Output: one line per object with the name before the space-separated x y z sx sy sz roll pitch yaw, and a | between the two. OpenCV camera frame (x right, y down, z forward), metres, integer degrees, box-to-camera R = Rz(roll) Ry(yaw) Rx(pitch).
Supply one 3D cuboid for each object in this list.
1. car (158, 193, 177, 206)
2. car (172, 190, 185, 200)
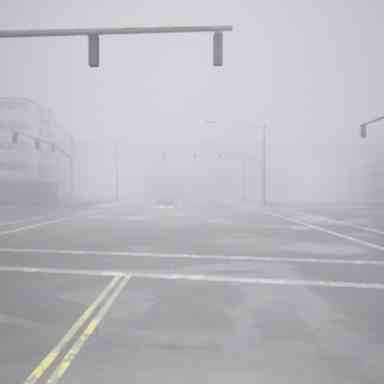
car | -3.513 1.158 45.350 1.994 1.385 4.181 0 1 0
car | -2.924 0.596 69.851 2.150 2.045 5.566 0 1 11
